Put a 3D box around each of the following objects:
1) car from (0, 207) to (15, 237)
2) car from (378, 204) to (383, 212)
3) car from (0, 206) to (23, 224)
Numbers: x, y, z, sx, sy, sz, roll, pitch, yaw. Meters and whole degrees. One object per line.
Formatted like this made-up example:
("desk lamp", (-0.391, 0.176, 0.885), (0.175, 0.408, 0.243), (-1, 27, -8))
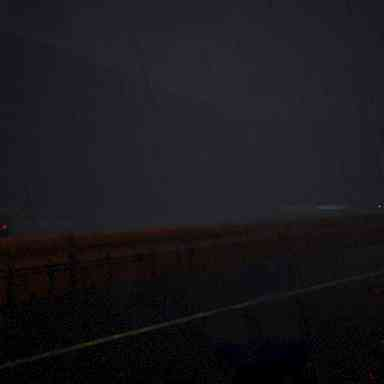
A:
("car", (-10.516, 1.530, 13.636), (5.357, 1.411, 2.033), (0, 0, -35))
("car", (24.821, 1.657, 40.124), (4.892, 1.490, 1.837), (0, 0, -20))
("car", (-13.133, 1.461, 20.292), (5.008, 1.535, 1.882), (0, 0, -35))
